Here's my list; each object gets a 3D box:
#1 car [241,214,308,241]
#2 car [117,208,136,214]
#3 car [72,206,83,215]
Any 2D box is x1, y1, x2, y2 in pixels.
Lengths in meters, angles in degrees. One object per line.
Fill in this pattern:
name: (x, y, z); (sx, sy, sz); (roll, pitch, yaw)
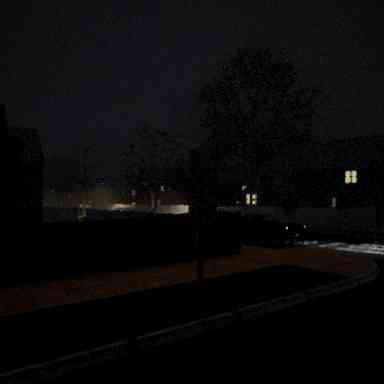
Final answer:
car: (4.147, 1.951, 18.931); (1.895, 1.301, 4.718); (1, -2, -35)
car: (-6.778, 2.359, 34.371); (2.033, 1.411, 5.357); (1, -2, -35)
car: (-16.666, 2.801, 48.511); (1.994, 1.385, 4.181); (1, -2, -35)
